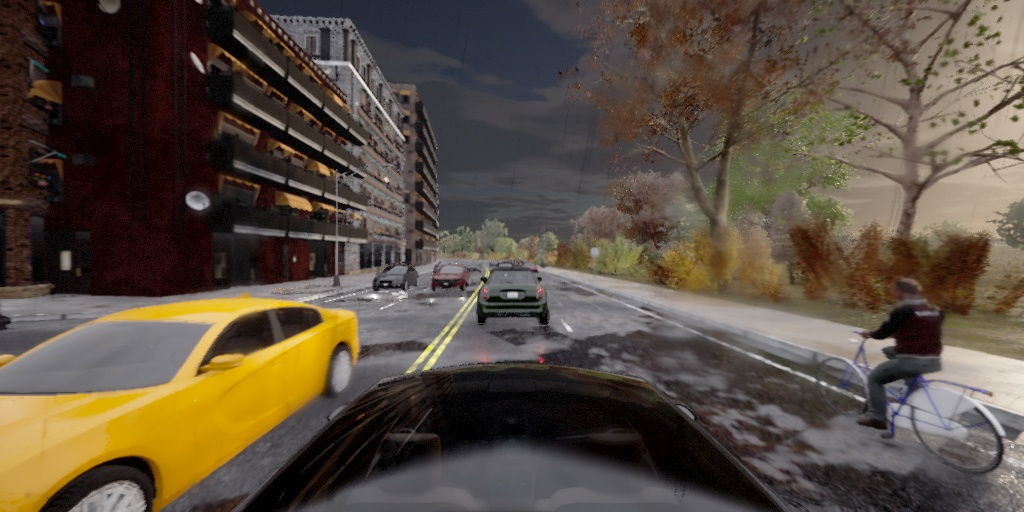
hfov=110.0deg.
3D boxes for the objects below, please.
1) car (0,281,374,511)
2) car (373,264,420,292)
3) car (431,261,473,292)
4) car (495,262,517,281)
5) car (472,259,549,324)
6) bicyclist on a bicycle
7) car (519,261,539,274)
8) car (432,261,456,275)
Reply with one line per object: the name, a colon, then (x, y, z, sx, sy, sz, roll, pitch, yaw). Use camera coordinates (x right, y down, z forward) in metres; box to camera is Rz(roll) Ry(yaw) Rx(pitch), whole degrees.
car: (-3.375, 1.233, 3.724, 1.882, 1.535, 5.008, 0, 0, 0)
car: (-6.937, 1.292, 21.879, 1.837, 1.490, 4.892, 0, 0, -2)
car: (-3.693, 1.263, 22.148, 1.882, 1.535, 5.008, 0, 0, -2)
car: (-0.609, 1.300, 31.804, 1.837, 1.490, 4.892, 0, 0, -2)
car: (-0.014, 1.119, 12.198, 2.097, 1.767, 4.553, 0, 0, -1)
bicyclist on a bicycle: (4.120, 1.122, 3.936, 0.659, 1.776, 1.843, 0, 0, 0)
car: (1.997, 1.370, 43.903, 1.994, 1.385, 4.181, 0, 0, -3)
car: (-7.796, 1.306, 41.373, 2.128, 1.511, 4.902, 0, 0, -3)
